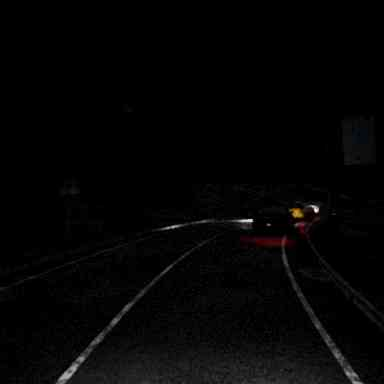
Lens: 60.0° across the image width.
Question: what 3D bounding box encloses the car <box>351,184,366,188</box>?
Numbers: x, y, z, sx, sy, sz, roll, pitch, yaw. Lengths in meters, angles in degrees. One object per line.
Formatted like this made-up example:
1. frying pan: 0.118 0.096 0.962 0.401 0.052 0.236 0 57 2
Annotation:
1. car: 40.464 -1.129 83.485 4.674 1.452 2.002 2 -5 -24

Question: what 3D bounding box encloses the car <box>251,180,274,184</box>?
1. car: 14.623 -1.901 73.113 4.892 1.521 2.231 1 -5 -18

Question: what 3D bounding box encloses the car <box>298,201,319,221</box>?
1. car: 8.979 1.515 27.879 1.801 1.575 5.366 -3 -2 30

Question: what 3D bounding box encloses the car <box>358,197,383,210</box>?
1. car: 25.437 1.538 46.869 4.553 1.767 2.097 0 -4 -34

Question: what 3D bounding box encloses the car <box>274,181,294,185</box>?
1. car: 19.855 -1.739 74.952 4.674 1.452 2.002 1 -5 -19

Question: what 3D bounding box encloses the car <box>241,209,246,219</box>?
1. car: 6.287 1.840 31.805 1.994 1.385 4.181 -3 -2 33

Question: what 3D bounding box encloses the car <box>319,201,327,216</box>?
1. car: 12.036 1.608 32.500 1.812 1.442 4.674 -4 -2 36

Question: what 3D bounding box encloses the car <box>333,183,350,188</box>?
1. car: 35.435 -1.304 81.217 4.792 1.488 2.163 2 -5 -23

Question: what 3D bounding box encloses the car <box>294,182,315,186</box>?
1. car: 25.046 -1.642 76.910 5.008 1.535 2.097 2 -5 -21

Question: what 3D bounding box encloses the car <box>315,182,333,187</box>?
1. car: 30.171 -1.621 78.975 4.553 1.767 2.185 2 -5 -22

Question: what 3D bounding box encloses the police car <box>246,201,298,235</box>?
1. police car: 4.782 1.449 19.210 1.930 1.638 5.238 -2 -1 21

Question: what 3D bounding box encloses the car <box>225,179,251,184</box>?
1. car: 9.384 -1.997 71.376 4.892 1.521 2.231 1 -5 -18

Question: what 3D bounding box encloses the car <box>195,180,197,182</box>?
1. car: -1.006 -2.286 67.956 4.553 1.767 2.185 1 -5 -18
